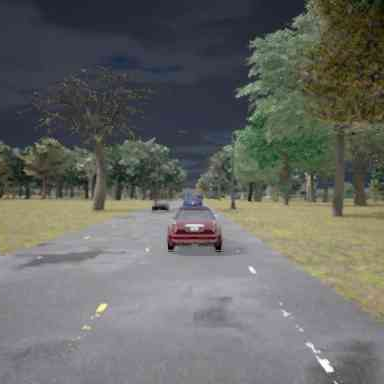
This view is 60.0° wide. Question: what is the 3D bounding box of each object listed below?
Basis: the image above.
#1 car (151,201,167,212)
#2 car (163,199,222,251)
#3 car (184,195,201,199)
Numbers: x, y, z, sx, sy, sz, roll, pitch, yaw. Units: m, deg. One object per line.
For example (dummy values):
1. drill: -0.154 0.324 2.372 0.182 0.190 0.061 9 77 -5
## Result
1. car: -3.609 1.691 39.065 1.895 1.301 4.718 0 0 0
2. car: 0.095 1.373 14.333 2.097 1.767 4.553 0 0 0
3. car: 0.085 1.303 36.717 2.150 2.045 5.566 0 0 0
